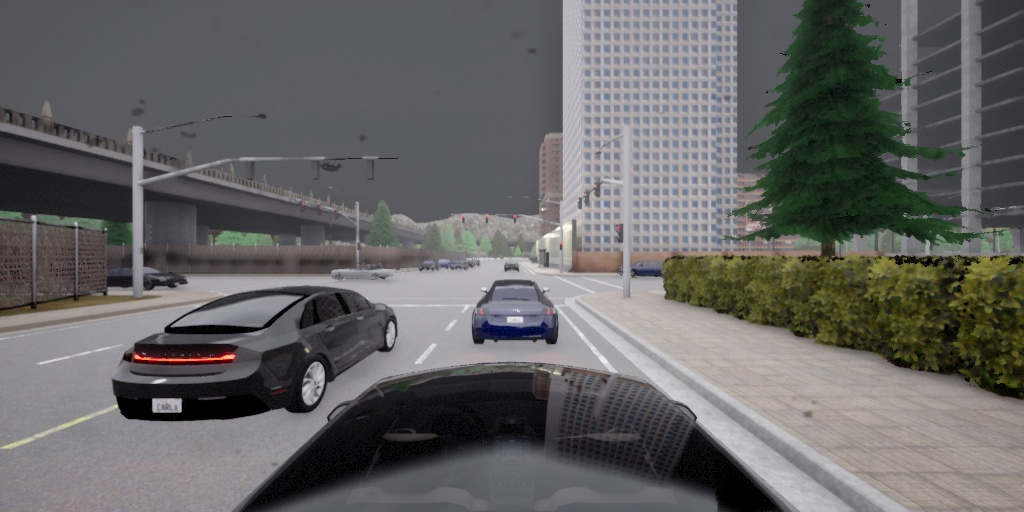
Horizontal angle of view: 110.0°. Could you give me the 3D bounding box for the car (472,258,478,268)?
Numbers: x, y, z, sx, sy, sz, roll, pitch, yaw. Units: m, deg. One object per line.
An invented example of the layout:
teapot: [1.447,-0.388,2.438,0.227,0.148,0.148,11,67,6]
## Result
car: [-7.094,1.319,57.938,1.895,1.301,4.718,0,0,0]

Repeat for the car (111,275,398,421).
car: [-3.441,1.252,6.020,1.837,1.490,4.892,0,0,0]

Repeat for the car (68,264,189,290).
car: [-23.286,1.341,22.075,5.357,1.411,2.033,0,0,0]

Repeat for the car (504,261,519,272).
car: [0.008,1.325,46.802,1.895,1.301,4.718,0,0,1]

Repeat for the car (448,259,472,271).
car: [-7.095,1.287,49.184,1.994,1.385,4.181,0,0,0]

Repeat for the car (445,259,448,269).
car: [-10.599,1.197,55.881,1.882,1.535,5.008,0,0,0]

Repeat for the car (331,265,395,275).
car: [-12.153,1.357,29.299,4.718,1.301,1.895,0,0,0]

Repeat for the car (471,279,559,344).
car: [0.077,1.310,9.564,1.994,1.385,4.181,0,0,0]

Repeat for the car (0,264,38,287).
car: [-33.549,1.016,22.051,5.566,2.045,2.150,0,0,0]

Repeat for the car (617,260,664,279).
car: [11.995,1.141,32.857,4.553,1.767,2.097,0,0,0]

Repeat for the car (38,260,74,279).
car: [-41.408,1.140,32.734,4.553,1.767,2.097,0,0,0]

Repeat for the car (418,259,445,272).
car: [-10.602,1.272,46.430,2.033,1.411,5.357,0,0,0]
